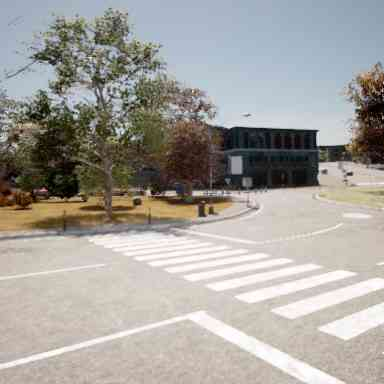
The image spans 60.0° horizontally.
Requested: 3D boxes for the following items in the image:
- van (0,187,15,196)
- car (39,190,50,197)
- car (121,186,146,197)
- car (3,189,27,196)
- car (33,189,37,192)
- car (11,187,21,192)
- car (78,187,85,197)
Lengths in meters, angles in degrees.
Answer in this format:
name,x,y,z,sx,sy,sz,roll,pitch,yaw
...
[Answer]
name,x,y,z,sx,sy,sz,roll,pitch,yaw
van,-46.550,-0.196,82.615,1.878,1.987,4.442,0,3,19
car,-27.964,0.039,67.842,2.435,2.045,5.566,0,2,18
car,-8.922,0.093,53.608,2.231,1.521,4.892,-1,2,16
car,-41.926,0.099,78.967,2.097,1.535,5.008,-1,2,19
car,-32.636,0.242,71.546,2.097,1.535,5.008,0,3,18
car,-39.602,0.135,77.104,2.097,1.535,5.008,0,3,19
car,-20.872,0.027,62.476,2.435,2.045,5.566,-2,2,17
